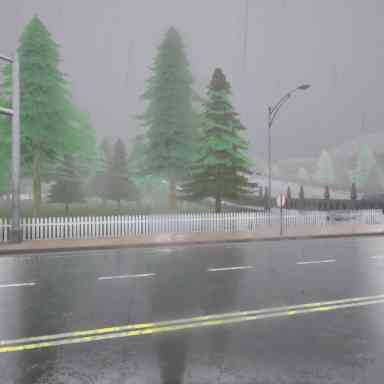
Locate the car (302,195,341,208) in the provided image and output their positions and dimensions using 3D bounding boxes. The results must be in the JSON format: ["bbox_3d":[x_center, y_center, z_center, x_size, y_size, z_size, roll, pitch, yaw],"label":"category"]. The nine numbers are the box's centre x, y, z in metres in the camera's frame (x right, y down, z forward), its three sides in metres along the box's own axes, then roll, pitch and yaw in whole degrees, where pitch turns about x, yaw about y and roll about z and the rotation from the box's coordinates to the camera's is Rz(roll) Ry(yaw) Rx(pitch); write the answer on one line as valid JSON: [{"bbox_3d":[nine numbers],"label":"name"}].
[{"bbox_3d":[18.396,1.316,47.620,2.033,1.411,5.357,0,2,-20],"label":"car"}]

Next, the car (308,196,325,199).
[{"bbox_3d":[16.312,1.424,43.043,1.812,1.442,4.674,0,2,-19],"label":"car"}]

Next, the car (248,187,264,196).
[{"bbox_3d":[11.407,0.371,57.070,2.097,1.767,4.553,0,5,-19],"label":"car"}]

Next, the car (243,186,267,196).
[{"bbox_3d":[12.292,-0.237,65.329,2.033,1.411,5.357,0,7,-19],"label":"car"}]

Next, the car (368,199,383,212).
[{"bbox_3d":[22.151,1.555,37.049,1.994,1.385,4.181,0,0,-20],"label":"car"}]

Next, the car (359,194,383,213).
[{"bbox_3d":[19.664,1.217,33.584,2.150,2.045,5.566,0,0,-20],"label":"car"}]
